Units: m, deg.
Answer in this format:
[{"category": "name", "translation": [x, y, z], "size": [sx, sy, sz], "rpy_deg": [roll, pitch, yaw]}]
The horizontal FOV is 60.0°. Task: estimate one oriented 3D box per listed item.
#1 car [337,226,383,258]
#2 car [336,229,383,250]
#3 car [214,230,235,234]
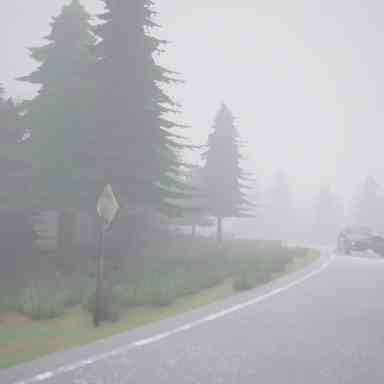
[{"category": "car", "translation": [8.772, 2.525, 17.425], "size": [2.033, 1.411, 5.357], "rpy_deg": [2, -5, 18]}, {"category": "car", "translation": [14.407, 4.011, 28.308], "size": [1.882, 1.535, 5.008], "rpy_deg": [3, -7, -3]}, {"category": "car", "translation": [4.556, 6.482, 50.579], "size": [1.882, 1.535, 5.008], "rpy_deg": [4, -8, -27]}]
